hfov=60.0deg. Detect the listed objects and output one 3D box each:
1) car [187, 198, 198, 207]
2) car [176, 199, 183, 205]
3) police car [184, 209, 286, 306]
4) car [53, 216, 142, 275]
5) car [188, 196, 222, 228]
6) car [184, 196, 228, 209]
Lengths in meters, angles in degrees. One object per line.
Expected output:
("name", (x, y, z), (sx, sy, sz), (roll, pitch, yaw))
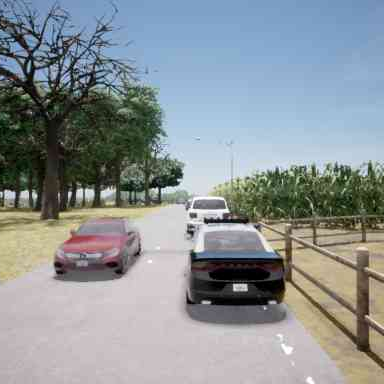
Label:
("car", (0.044, 1.880, 59.192), (1.837, 1.490, 4.892), (0, -1, 0))
("car", (-2.690, 2.359, 79.621), (1.812, 1.442, 4.674), (0, -2, 0))
("police car", (0.830, 1.440, 8.284), (1.930, 1.638, 5.238), (0, 0, 0))
("car", (-2.743, 1.548, 10.661), (1.812, 1.442, 4.674), (0, 0, 0))
("car", (0.842, 1.314, 24.213), (2.150, 2.045, 5.566), (0, 0, 0))
("car", (0.838, 1.280, 18.211), (2.150, 2.045, 5.566), (0, 0, 0))
